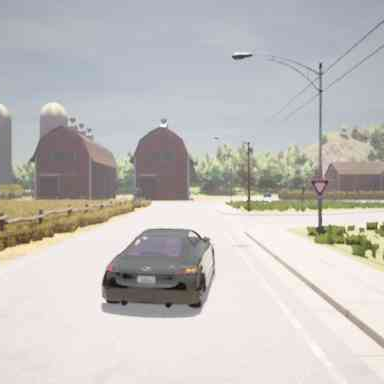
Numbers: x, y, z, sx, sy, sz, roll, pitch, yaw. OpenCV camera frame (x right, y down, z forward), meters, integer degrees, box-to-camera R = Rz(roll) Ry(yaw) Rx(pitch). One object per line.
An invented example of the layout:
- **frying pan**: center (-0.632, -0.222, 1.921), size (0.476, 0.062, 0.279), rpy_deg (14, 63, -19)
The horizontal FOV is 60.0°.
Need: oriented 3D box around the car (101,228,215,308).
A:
- **car**: center (-0.539, 1.534, 7.960), size (1.994, 1.385, 4.181), rpy_deg (0, 0, 8)
